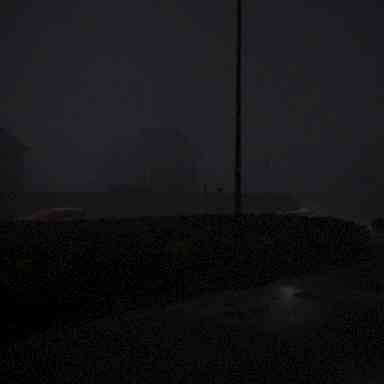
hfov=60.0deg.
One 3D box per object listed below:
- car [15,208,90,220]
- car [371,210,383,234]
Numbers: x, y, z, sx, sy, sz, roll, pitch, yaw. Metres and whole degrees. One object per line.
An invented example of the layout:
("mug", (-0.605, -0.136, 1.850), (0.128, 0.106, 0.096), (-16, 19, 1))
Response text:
("car", (-5.982, 1.519, 16.415), (5.008, 1.535, 1.882), (1, 0, -35))
("car", (12.147, 1.400, 17.617), (2.150, 2.045, 5.566), (0, 0, -11))
